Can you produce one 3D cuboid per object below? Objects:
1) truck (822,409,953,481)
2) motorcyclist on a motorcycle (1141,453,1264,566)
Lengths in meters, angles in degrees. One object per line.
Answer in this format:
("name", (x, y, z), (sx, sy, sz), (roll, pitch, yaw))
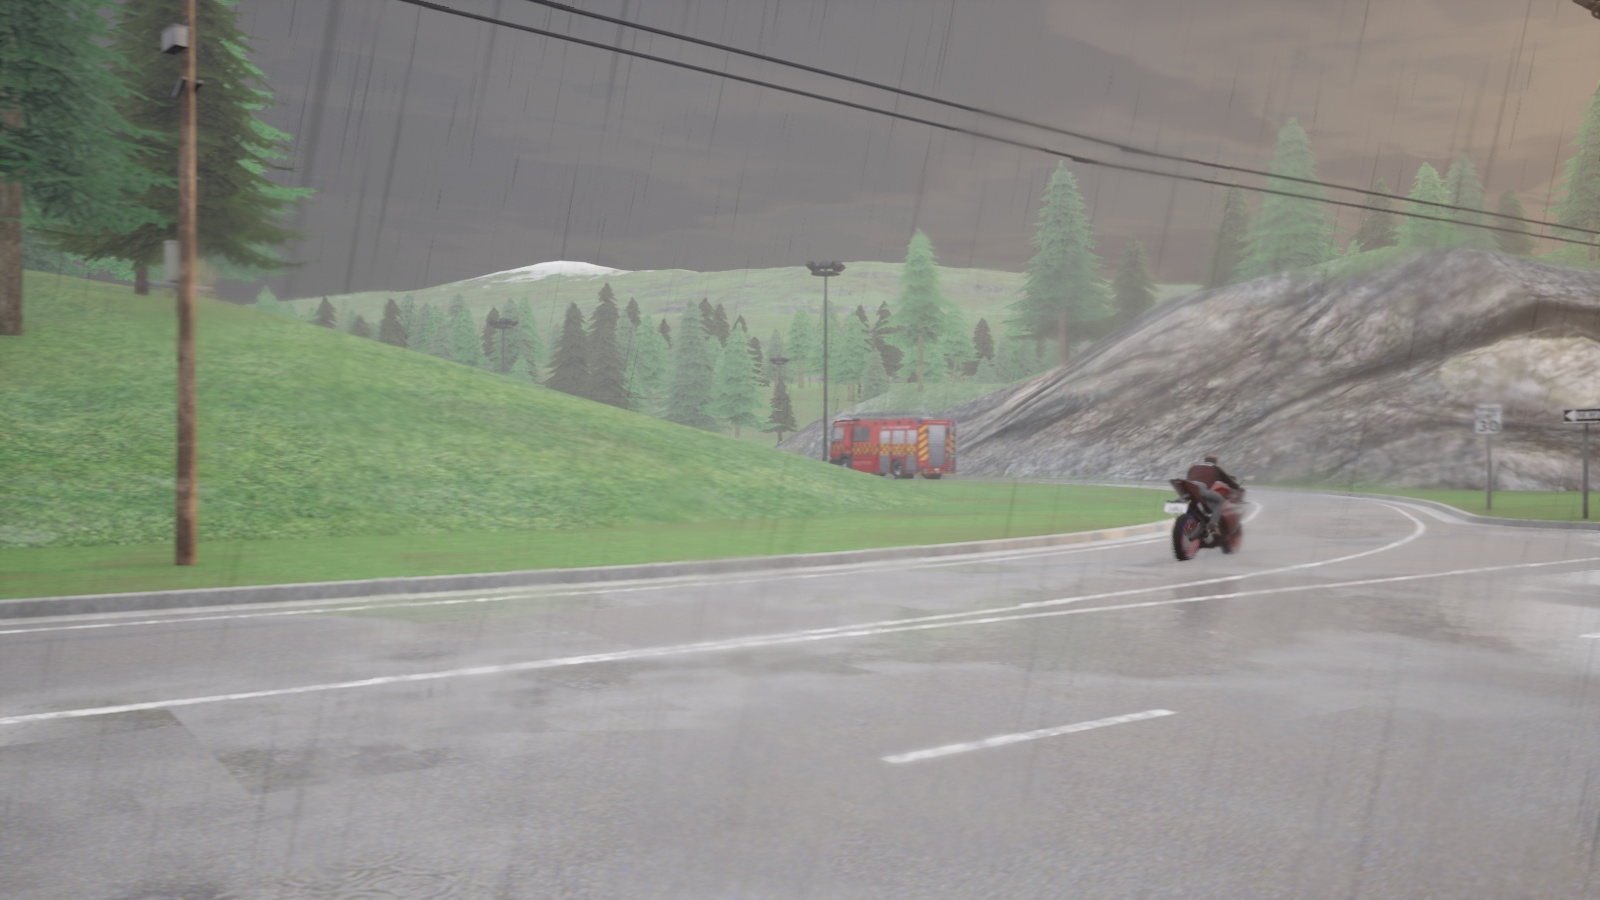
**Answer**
("truck", (4.853, -0.254, 71.860), (2.891, 3.827, 8.468), (0, 0, -34))
("motorcyclist on a motorcycle", (5.839, 0.812, 18.117), (0.866, 1.530, 2.191), (-1, 0, 42))
